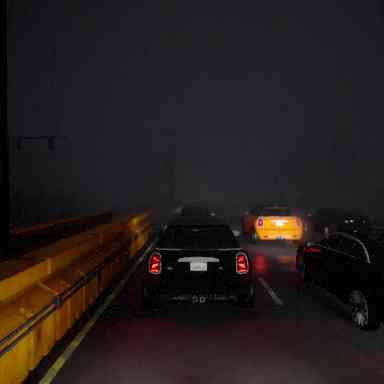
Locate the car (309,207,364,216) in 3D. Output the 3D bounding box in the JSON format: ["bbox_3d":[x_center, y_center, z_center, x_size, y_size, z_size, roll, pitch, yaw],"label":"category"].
[{"bbox_3d":[7.158,1.505,16.813,1.837,1.490,4.892,0,0,0],"label":"car"}]

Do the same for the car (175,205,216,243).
[{"bbox_3d":[0.160,1.505,17.249,1.837,1.490,4.892,0,0,0],"label":"car"}]

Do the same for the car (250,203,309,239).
[{"bbox_3d":[3.656,1.352,15.943,2.097,1.767,4.553,0,0,0],"label":"car"}]

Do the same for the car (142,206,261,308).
[{"bbox_3d":[0.126,1.352,8.073,2.097,1.767,4.553,0,0,0],"label":"car"}]

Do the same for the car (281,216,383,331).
[{"bbox_3d":[3.622,1.492,6.833,2.128,1.511,4.902,0,0,0],"label":"car"}]
